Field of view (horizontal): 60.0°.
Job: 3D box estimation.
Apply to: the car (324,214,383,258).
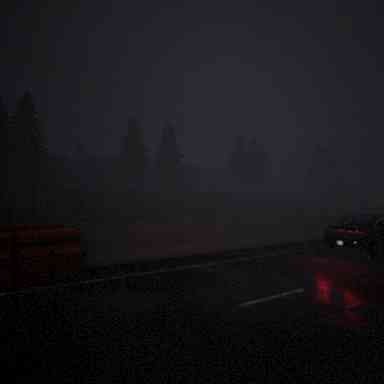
[{"bbox_3d":[7.320,1.640,13.377,4.902,1.511,2.128,1,0,-35],"label":"car"}]
